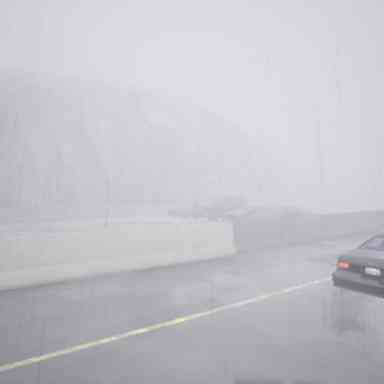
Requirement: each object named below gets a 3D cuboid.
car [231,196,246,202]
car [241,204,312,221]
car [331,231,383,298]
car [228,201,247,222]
[{"bbox_3d":[2.430,1.342,28.358,5.566,2.045,2.150,0,0,-40],"label":"car"},{"bbox_3d":[6.015,1.648,22.227,5.357,1.411,2.033,0,0,-40],"label":"car"},{"bbox_3d":[5.452,1.588,7.959,5.357,1.411,2.033,0,0,-38],"label":"car"},{"bbox_3d":[4.758,1.661,25.742,5.357,1.411,2.033,0,0,-40],"label":"car"}]
